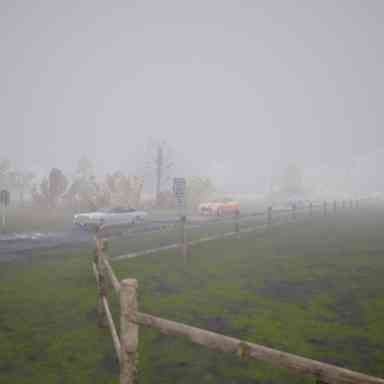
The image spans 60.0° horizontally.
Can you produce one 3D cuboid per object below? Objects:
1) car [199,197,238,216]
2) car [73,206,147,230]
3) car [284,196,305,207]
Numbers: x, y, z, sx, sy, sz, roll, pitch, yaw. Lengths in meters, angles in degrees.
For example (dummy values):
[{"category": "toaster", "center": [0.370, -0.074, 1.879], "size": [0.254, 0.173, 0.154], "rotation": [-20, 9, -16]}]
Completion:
[{"category": "car", "center": [2.567, 1.284, 31.855], "size": [2.097, 1.767, 4.553], "rotation": [0, 0, 36]}, {"category": "car", "center": [-5.147, 1.558, 21.280], "size": [1.895, 1.301, 4.718], "rotation": [0, 0, 36]}, {"category": "car", "center": [15.056, 1.430, 48.845], "size": [1.837, 1.490, 4.892], "rotation": [0, 0, 36]}]
